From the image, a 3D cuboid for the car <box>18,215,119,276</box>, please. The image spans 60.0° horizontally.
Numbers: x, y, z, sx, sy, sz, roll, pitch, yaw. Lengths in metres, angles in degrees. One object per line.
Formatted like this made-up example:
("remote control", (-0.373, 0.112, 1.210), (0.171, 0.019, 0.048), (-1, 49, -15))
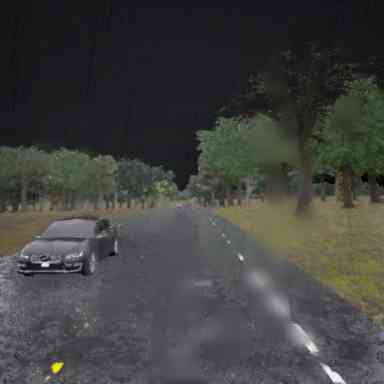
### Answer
("car", (-3.619, 1.554, 10.612), (1.837, 1.490, 4.892), (0, 0, 0))
